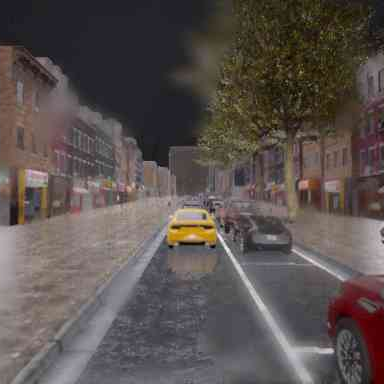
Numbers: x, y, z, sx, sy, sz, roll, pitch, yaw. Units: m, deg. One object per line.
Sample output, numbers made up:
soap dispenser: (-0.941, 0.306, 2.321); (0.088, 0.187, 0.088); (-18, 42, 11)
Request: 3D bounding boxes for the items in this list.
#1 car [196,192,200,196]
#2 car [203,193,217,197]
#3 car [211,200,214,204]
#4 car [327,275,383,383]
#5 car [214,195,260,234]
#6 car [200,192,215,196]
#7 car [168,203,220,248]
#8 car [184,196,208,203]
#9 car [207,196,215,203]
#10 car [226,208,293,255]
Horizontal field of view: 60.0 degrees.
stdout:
car: (2.663, 1.050, 85.359); (1.967, 1.590, 4.097); (2, 0, 0)
car: (3.015, 1.281, 48.579); (1.882, 1.535, 5.008); (0, 0, 0)
car: (2.661, 1.499, 24.263); (1.887, 1.381, 4.507); (2, 0, 0)
car: (2.664, 1.315, 2.032); (2.192, 1.841, 5.009); (2, 0, 0)
car: (2.667, 1.289, 18.705); (2.192, 1.841, 5.009); (2, 0, 0)
car: (2.981, 0.985, 55.612); (2.150, 2.045, 5.566); (0, 0, 0)
car: (0.000, 1.470, 14.654); (1.882, 1.535, 5.008); (0, 0, 0)
car: (0.000, 1.425, 29.660); (2.128, 1.511, 4.902); (0, 0, 0)
car: (2.662, 1.461, 35.375); (1.947, 1.339, 4.313); (2, 0, 0)
car: (2.660, 1.554, 13.146); (1.947, 1.339, 4.313); (2, 0, 0)
